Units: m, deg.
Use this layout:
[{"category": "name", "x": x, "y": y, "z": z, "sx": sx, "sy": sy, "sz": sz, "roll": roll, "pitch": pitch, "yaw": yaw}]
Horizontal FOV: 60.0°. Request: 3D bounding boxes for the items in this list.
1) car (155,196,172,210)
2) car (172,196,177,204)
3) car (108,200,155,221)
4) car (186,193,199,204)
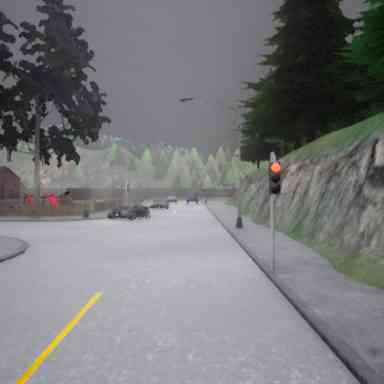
[{"category": "car", "x": -4.032, "y": 1.547, "z": 43.171, "sx": 1.994, "sy": 1.385, "sz": 4.181, "roll": 0, "pitch": 0, "yaw": 0}, {"category": "car", "x": -3.926, "y": 1.452, "z": 64.937, "sx": 1.882, "sy": 1.535, "sz": 5.008, "roll": 0, "pitch": 0, "yaw": 1}, {"category": "car", "x": -5.056, "y": 1.554, "z": 27.258, "sx": 1.994, "sy": 1.385, "sz": 4.181, "roll": 0, "pitch": 0, "yaw": 20}, {"category": "car", "x": 0.092, "y": 1.197, "z": 62.634, "sx": 2.150, "sy": 2.045, "sz": 5.566, "roll": 0, "pitch": 0, "yaw": 0}]
